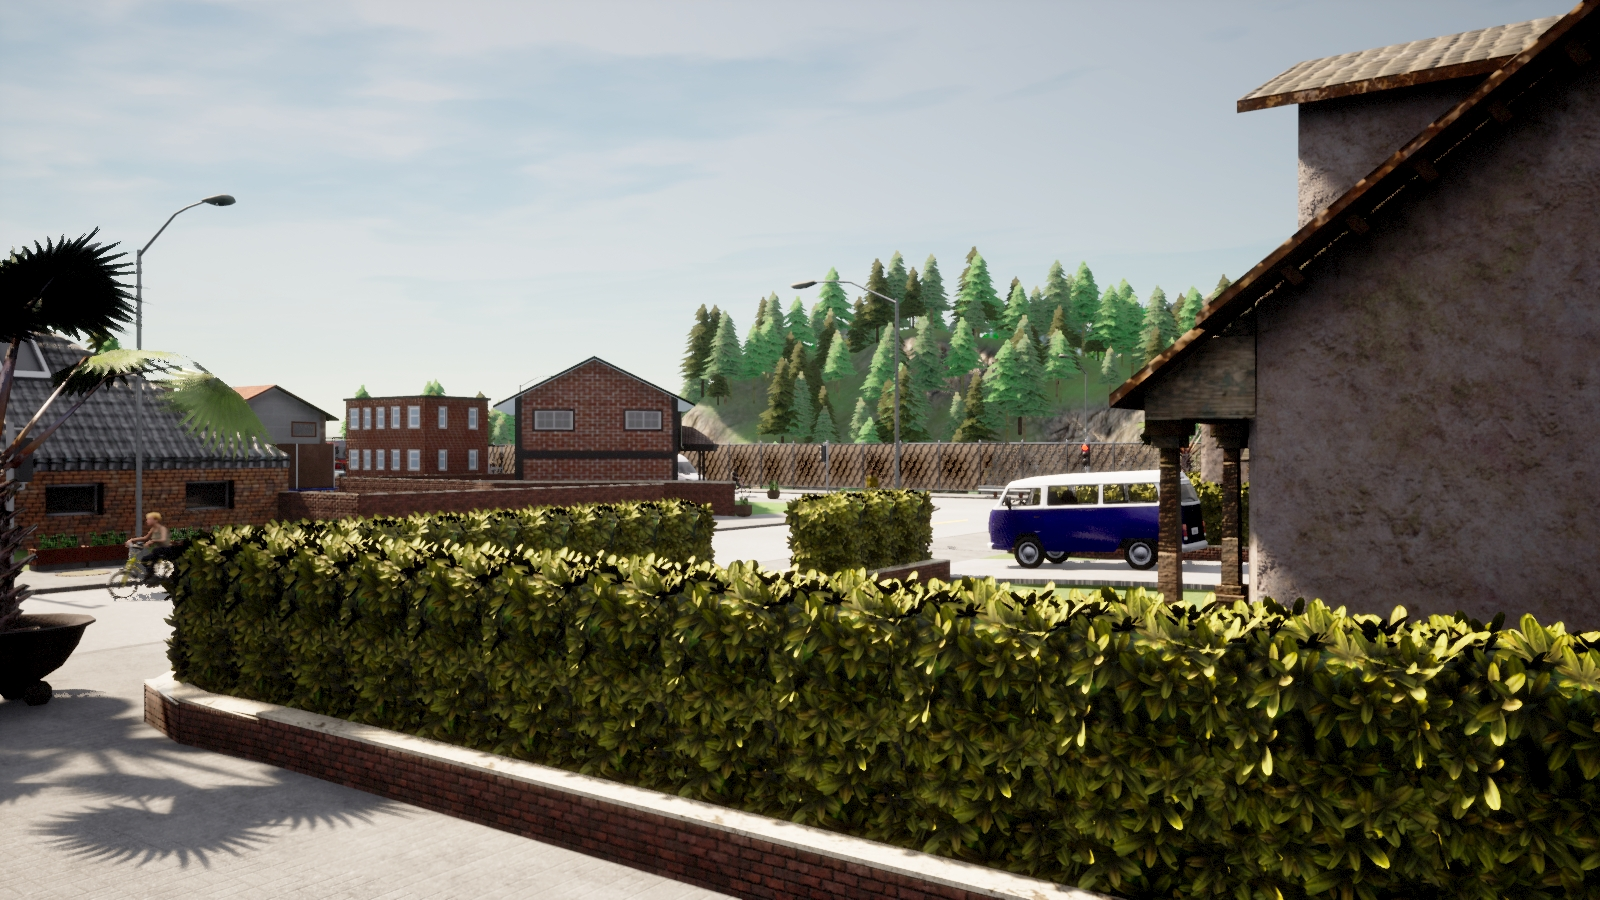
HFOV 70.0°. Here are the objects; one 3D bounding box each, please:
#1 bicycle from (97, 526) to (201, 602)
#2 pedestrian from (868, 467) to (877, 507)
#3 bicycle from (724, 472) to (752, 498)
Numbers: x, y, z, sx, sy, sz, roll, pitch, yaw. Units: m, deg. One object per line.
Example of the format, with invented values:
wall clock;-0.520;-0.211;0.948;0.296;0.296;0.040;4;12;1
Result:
bicycle;-12.392;2.149;21.777;0.859;1.276;1.487;0;0;35
pedestrian;3.404;1.734;53.607;0.375;1.860;0.375;0;0;17
bicycle;-3.643;2.044;67.431;1.835;1.471;0.329;0;0;35
